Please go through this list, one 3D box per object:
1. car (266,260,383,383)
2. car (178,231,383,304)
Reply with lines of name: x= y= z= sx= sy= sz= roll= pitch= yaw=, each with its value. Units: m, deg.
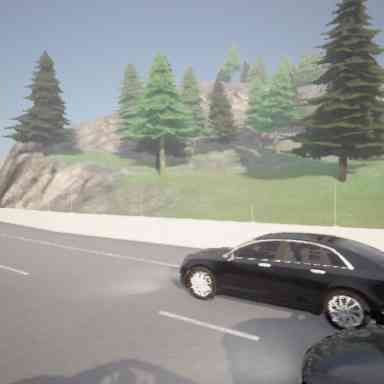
car: x=3.006 y=1.547 z=1.897 sx=4.674 sy=1.442 sz=1.812 roll=0 pitch=-1 yaw=35
car: x=1.920 y=1.598 z=6.987 sx=4.892 sy=1.490 sz=1.837 roll=0 pitch=0 yaw=36
